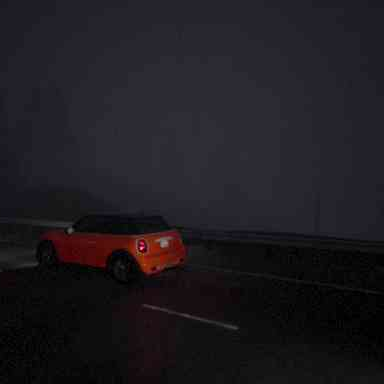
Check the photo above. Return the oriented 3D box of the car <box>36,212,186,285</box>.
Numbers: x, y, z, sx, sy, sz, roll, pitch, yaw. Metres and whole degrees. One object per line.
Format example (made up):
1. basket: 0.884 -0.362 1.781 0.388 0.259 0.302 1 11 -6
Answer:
1. car: -2.482 1.359 9.702 4.553 1.767 2.097 0 0 33
